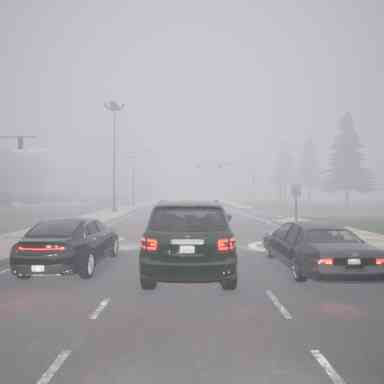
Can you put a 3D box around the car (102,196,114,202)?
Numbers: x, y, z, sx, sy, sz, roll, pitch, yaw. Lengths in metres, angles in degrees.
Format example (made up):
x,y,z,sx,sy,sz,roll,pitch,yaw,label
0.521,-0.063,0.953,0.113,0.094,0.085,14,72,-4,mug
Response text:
x,y,z,sx,sy,sz,roll,pitch,yaw,label
-20.123,1.595,79.848,1.895,1.301,4.718,0,0,0,car

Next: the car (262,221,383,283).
x,y,z,sx,sy,sz,roll,pitch,yaw,label
3.469,1.547,9.672,2.033,1.411,5.357,0,0,0,car

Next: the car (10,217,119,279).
x,y,z,sx,sy,sz,roll,pitch,yaw,label
-3.534,1.505,10.037,1.837,1.490,4.892,0,0,0,car

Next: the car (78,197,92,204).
x,y,z,sx,sy,sz,roll,pitch,yaw,label
-20.051,1.558,62.828,1.994,1.385,4.181,0,0,0,car

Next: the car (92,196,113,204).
x,y,z,sx,sy,sz,roll,pitch,yaw,label
-16.592,1.547,62.596,2.033,1.411,5.357,0,0,0,car

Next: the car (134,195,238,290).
x,y,z,sx,sy,sz,roll,pitch,yaw,label
-0.043,1.221,9.215,2.150,2.045,5.566,0,0,1,car

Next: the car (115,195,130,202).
x,y,z,sx,sy,sz,roll,pitch,yaw,label
-16.614,1.525,77.867,2.128,1.511,4.902,0,0,0,car

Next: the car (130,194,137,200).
x,y,z,sx,sy,sz,roll,pitch,yaw,label
-16.679,1.414,93.096,1.812,1.442,4.674,0,0,0,car
